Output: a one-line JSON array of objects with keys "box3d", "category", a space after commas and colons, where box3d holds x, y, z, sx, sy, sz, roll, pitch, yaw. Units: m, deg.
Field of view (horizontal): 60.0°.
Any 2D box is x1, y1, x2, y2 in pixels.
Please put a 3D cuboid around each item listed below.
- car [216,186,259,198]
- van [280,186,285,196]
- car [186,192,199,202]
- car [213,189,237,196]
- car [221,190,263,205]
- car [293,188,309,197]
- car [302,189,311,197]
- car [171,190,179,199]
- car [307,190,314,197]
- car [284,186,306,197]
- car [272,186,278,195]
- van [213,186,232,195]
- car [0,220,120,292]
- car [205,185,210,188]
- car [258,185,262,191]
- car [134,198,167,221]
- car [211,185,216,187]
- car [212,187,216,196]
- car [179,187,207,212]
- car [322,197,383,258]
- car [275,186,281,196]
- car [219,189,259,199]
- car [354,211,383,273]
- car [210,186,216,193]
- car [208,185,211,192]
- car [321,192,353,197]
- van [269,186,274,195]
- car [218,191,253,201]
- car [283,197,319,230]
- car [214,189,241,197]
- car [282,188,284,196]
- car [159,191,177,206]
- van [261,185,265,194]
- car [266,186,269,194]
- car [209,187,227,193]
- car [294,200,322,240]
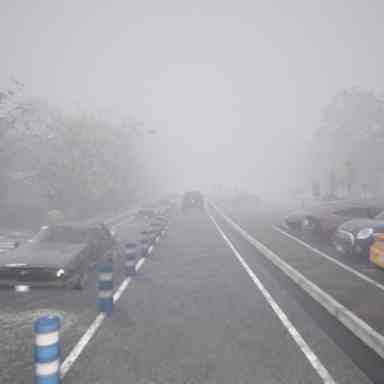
[{"box3d": [6.872, 0.447, 51.161, 5.566, 2.045, 2.435, 0, 2, 0], "category": "car"}, {"box3d": [20.157, -0.012, 65.004, 4.442, 1.987, 1.878, 0, 2, 0], "category": "van"}, {"box3d": [0.104, 0.687, 51.477, 1.994, 1.385, 4.181, 0, 2, 0], "category": "car"}, {"box3d": [7.000, 0.050, 70.580, 4.892, 1.521, 2.231, 0, 2, 0], "category": "car"}, {"box3d": [6.769, 0.919, 45.622, 4.792, 1.488, 2.163, 0, 2, 0], "category": "car"}, {"box3d": [19.761, 0.595, 53.818, 5.366, 1.575, 1.946, 0, 2, 0], "category": "car"}, {"box3d": [19.921, 0.733, 51.049, 4.674, 1.452, 2.002, 0, 2, 0], "category": "car"}, {"box3d": [-3.232, 0.383, 60.477, 1.882, 1.535, 5.008, 0, 2, 0], "category": "car"}, {"box3d": [19.871, 0.818, 48.281, 4.792, 1.488, 2.163, 0, 2, 0], "category": "car"}, {"box3d": [20.021, 0.156, 59.343, 5.566, 2.045, 2.435, 0, 2, 0], "category": "car"}, {"box3d": [20.114, 0.075, 70.420, 4.792, 1.488, 2.163, 0, 2, 0], "category": "car"}, {"box3d": [7.193, -0.400, 78.900, 4.442, 1.987, 1.878, 0, 1, 0], "category": "van"}, {"box3d": [-3.359, 1.523, 9.232, 2.033, 1.411, 5.357, 0, 0, 0], "category": "car"}, {"box3d": [6.984, -0.464, 90.009, 5.366, 1.575, 1.946, 0, 1, 0], "category": "car"}, {"box3d": [20.173, -0.572, 84.256, 5.566, 2.045, 2.435, 0, 1, 0], "category": "car"}, {"box3d": [-3.352, 1.456, 26.416, 1.895, 1.301, 4.718, 0, 1, 0], "category": "car"}, {"box3d": [7.061, -0.155, 73.355, 4.553, 1.767, 2.185, 0, 2, 0], "category": "car"}, {"box3d": [6.728, 0.408, 59.495, 5.366, 1.575, 1.946, 0, 2, 0], "category": "car"}, {"box3d": [0.097, 0.881, 33.460, 2.150, 2.045, 5.566, 0, 2, 0], "category": "car"}, {"box3d": [6.792, 1.156, 10.230, 4.553, 1.767, 2.185, 0, 1, 1], "category": "car"}, {"box3d": [20.092, 0.154, 67.782, 4.792, 1.488, 2.163, 0, 2, 0], "category": "car"}, {"box3d": [6.826, 0.793, 48.396, 5.008, 1.535, 2.097, 0, 2, 0], "category": "car"}, {"box3d": [6.730, 1.349, 7.455, 5.008, 1.535, 2.097, 0, 1, 1], "category": "car"}, {"box3d": [6.776, 0.215, 65.164, 5.366, 1.575, 1.946, 0, 2, 0], "category": "car"}, {"box3d": [7.093, -0.288, 84.458, 4.792, 1.488, 2.163, 0, 1, 0], "category": "car"}, {"box3d": [19.850, 0.975, 42.866, 5.008, 1.535, 2.097, 0, 2, 0], "category": "car"}, {"box3d": [20.000, -0.258, 73.165, 4.442, 1.987, 1.878, 0, 2, 0], "category": "van"}, {"box3d": [7.053, 0.599, 53.943, 5.366, 1.575, 1.946, 0, 2, 0], "category": "car"}, {"box3d": [6.783, 1.161, 15.802, 4.792, 1.488, 2.163, 0, 2, 1], "category": "car"}, {"box3d": [7.169, 0.129, 67.813, 5.366, 1.575, 1.946, 0, 2, 0], "category": "car"}, {"box3d": [19.988, 0.341, 62.121, 4.792, 1.488, 2.163, 0, 2, 0], "category": "car"}, {"box3d": [-3.345, 0.937, 42.517, 2.033, 1.411, 5.357, 0, 2, 0], "category": "car"}, {"box3d": [20.061, -0.475, 81.489, 4.442, 1.987, 1.878, 0, 1, 0], "category": "van"}, {"box3d": [20.137, -0.107, 75.955, 5.008, 1.535, 2.097, 0, 1, 0], "category": "car"}, {"box3d": [7.199, -0.531, 92.782, 4.892, 1.521, 2.231, 0, 1, 0], "category": "car"}, {"box3d": [6.816, 1.236, 13.019, 4.792, 1.488, 2.163, 0, 2, 1], "category": "car"}]
